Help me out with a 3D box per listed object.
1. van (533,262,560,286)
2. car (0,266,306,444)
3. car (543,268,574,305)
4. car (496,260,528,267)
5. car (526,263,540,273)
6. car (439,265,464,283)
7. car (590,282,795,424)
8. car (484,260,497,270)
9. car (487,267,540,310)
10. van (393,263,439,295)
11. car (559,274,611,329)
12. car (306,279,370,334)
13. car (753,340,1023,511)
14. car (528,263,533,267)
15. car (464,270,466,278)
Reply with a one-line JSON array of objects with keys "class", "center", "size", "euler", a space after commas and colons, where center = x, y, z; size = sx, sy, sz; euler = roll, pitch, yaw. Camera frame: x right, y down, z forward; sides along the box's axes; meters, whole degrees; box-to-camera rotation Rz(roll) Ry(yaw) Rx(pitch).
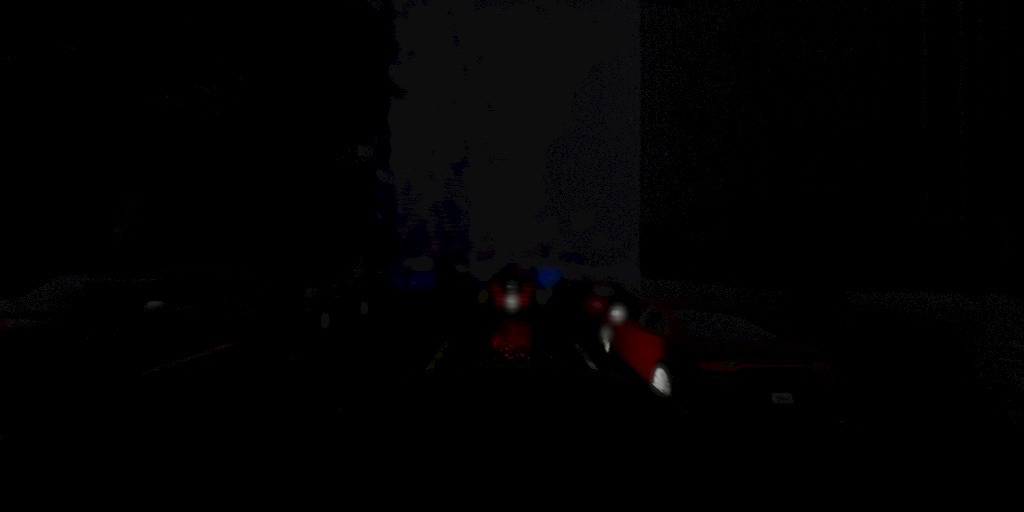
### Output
[{"class": "van", "center": [2.761, 1.357, 27.539], "size": [1.690, 1.789, 3.998], "euler": [0, 0, 0]}, {"class": "car", "center": [-5.763, 1.103, 5.532], "size": [2.192, 1.841, 5.009], "euler": [0, 0, 0]}, {"class": "car", "center": [2.762, 1.453, 16.714], "size": [2.007, 1.370, 4.403], "euler": [0, 0, 0]}, {"class": "car", "center": [0.021, 1.396, 30.283], "size": [2.097, 1.767, 4.553], "euler": [0, -1, 0]}, {"class": "car", "center": [3.136, 1.776, 54.058], "size": [1.882, 1.535, 5.008], "euler": [0, -1, 0]}, {"class": "car", "center": [-5.765, 1.628, 31.975], "size": [1.948, 1.339, 4.313], "euler": [0, 0, 0]}, {"class": "car", "center": [2.762, 1.337, 5.888], "size": [1.888, 1.381, 4.507], "euler": [0, 0, 0]}, {"class": "car", "center": [-3.078, 1.835, 59.461], "size": [1.882, 1.535, 5.008], "euler": [0, -1, 0]}, {"class": "car", "center": [0.021, 1.396, 15.372], "size": [1.837, 1.490, 4.892], "euler": [0, 0, 0]}, {"class": "van", "center": [-5.764, 1.293, 21.398], "size": [1.690, 1.789, 3.998], "euler": [0, 0, 0]}, {"class": "car", "center": [2.762, 1.429, 11.301], "size": [1.802, 1.307, 4.207], "euler": [0, 0, 0]}, {"class": "car", "center": [-5.763, 1.393, 10.821], "size": [2.007, 1.370, 4.403], "euler": [0, 0, 0]}, {"class": "car", "center": [2.763, 1.303, 0.475], "size": [1.948, 1.339, 4.313], "euler": [0, 0, 0]}, {"class": "car", "center": [3.145, 1.749, 47.058], "size": [1.812, 1.442, 4.674], "euler": [0, -1, 0]}, {"class": "car", "center": [-5.765, 1.644, 37.094], "size": [1.751, 1.417, 4.829], "euler": [0, 0, 0]}]
